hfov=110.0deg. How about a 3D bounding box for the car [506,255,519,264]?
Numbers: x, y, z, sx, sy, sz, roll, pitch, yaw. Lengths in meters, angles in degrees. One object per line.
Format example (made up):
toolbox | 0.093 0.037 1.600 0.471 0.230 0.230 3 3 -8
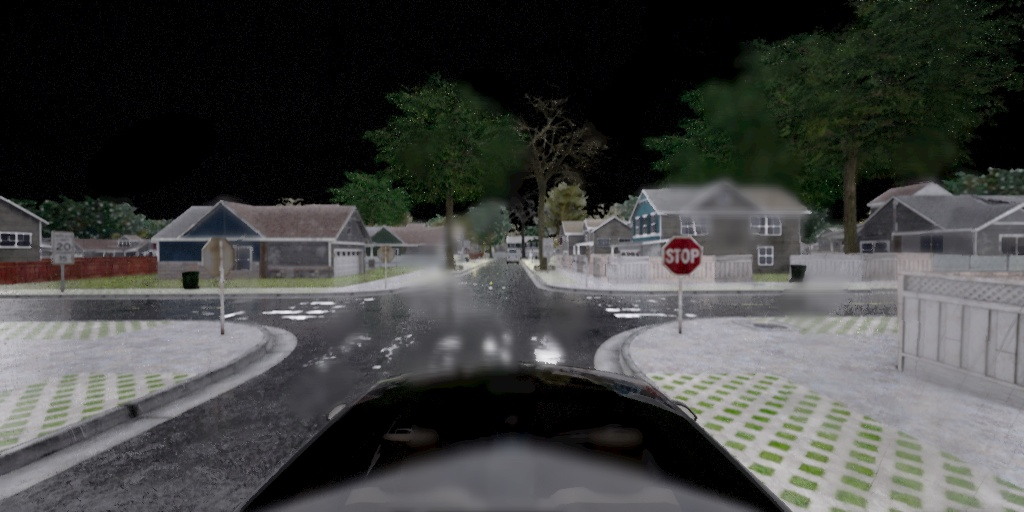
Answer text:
car | 0.113 0.614 57.435 1.994 1.385 4.181 0 1 0
